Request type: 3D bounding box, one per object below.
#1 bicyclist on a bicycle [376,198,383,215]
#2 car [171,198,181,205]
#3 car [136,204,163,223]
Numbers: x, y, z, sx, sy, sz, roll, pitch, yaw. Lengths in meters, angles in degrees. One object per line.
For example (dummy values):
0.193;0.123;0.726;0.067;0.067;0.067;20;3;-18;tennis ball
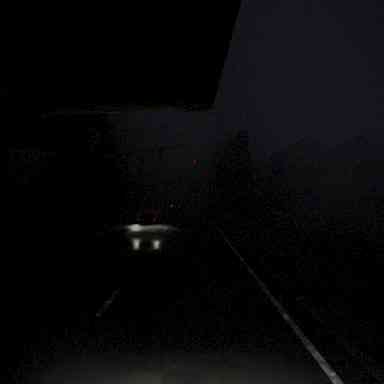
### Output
18.288;1.417;32.228;0.582;1.620;1.656;0;-1;0;bicyclist on a bicycle
-3.515;2.056;74.329;2.097;1.767;4.553;0;-1;0;car
-3.511;1.744;28.149;1.882;1.535;5.008;0;-1;0;car
